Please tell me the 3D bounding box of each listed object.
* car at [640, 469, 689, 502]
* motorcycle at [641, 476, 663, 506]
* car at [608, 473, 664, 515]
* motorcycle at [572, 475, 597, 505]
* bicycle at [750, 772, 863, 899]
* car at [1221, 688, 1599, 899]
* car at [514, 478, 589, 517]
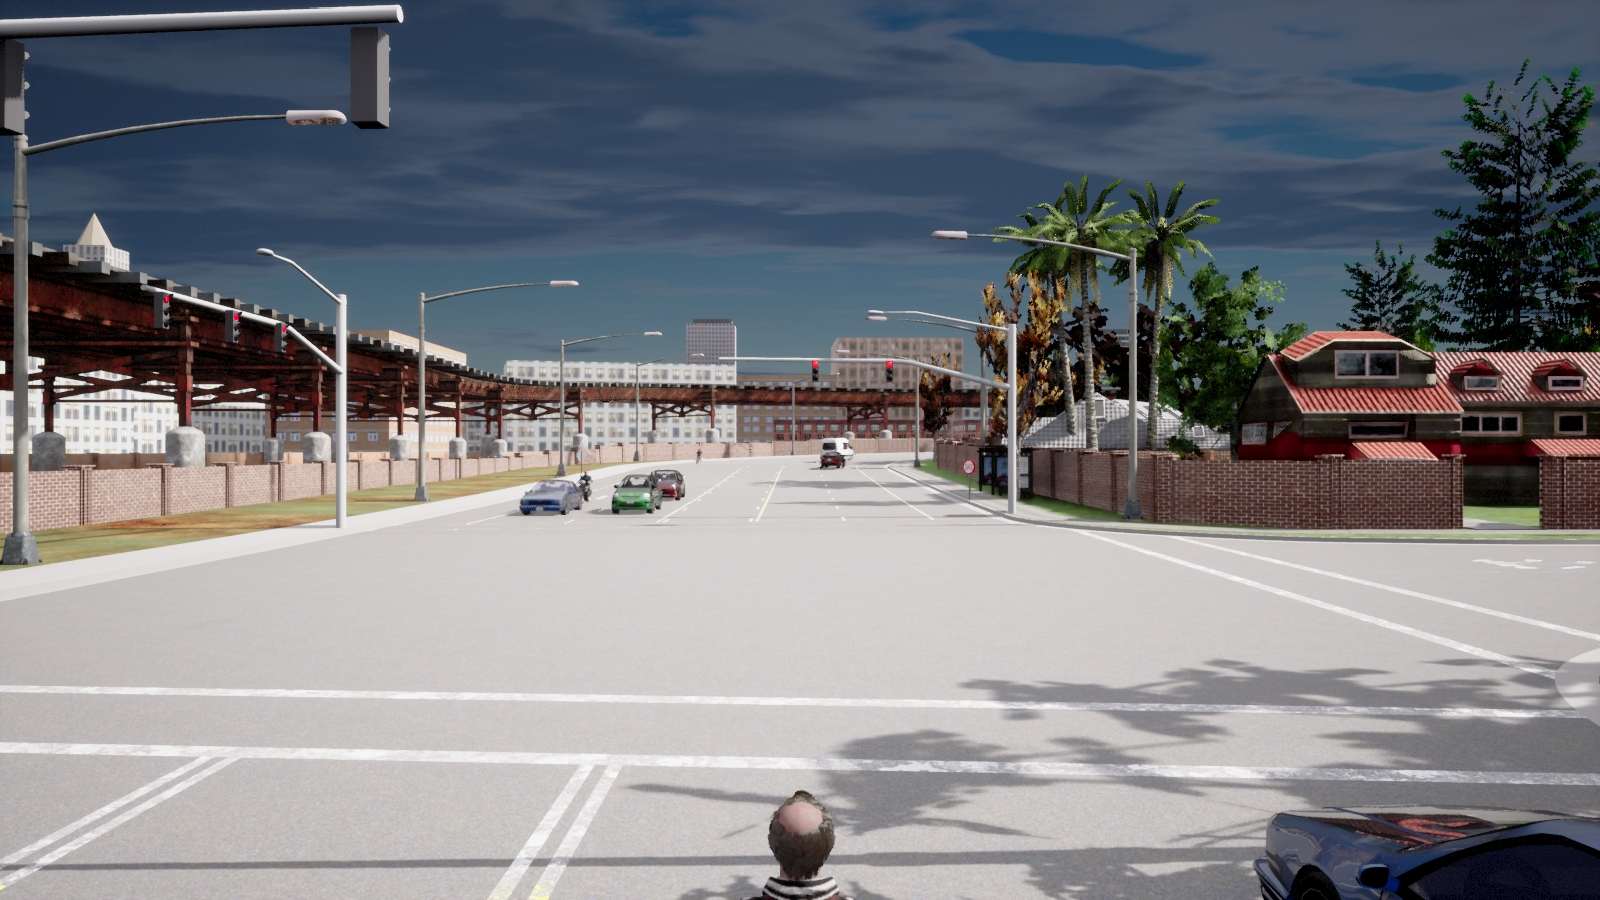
[{"bbox_3d":[-7.040,1.800,59.633,2.007,1.525,4.514,0,1,0],"label":"car"},{"bbox_3d":[-7.053,1.950,54.538,0.856,1.341,1.805,0,1,0],"label":"motorcycle"},{"bbox_3d":[-7.031,1.882,49.331,1.851,1.617,3.988,0,1,0],"label":"car"},{"bbox_3d":[-10.478,1.937,55.725,0.856,1.341,1.805,0,1,1],"label":"motorcycle"},{"bbox_3d":[0.019,2.048,3.681,0.329,1.496,1.835,0,0,0],"label":"bicycle"},{"bbox_3d":[3.467,2.106,4.038,2.033,1.411,5.357,0,0,1],"label":"car"},{"bbox_3d":[-10.531,1.995,48.883,2.033,1.411,5.357,0,1,0],"label":"car"}]
